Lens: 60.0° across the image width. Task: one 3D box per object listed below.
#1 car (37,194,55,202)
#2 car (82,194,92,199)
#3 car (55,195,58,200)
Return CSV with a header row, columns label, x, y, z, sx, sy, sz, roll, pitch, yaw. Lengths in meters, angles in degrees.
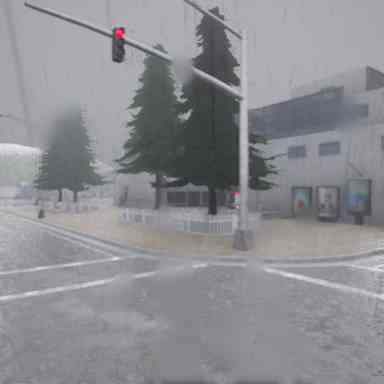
label,x,y,z,sx,sy,sz,roll,pitch,yaw
car,-29.726,1.280,67.370,1.845,1.501,3.633,0,0,-37
car,-28.704,1.204,91.080,1.845,1.501,3.633,0,0,-37
car,-31.764,1.280,75.102,1.970,1.475,3.806,0,0,-37
